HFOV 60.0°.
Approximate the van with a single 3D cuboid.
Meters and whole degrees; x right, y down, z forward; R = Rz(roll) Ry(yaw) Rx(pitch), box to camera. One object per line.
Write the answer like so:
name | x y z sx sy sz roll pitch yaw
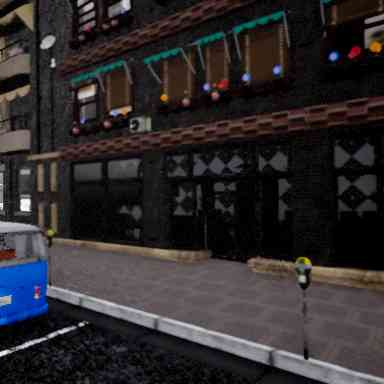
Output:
van | -4.277 1.370 5.941 3.998 1.788 1.690 0 -1 36
